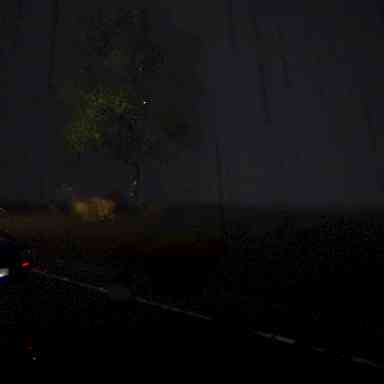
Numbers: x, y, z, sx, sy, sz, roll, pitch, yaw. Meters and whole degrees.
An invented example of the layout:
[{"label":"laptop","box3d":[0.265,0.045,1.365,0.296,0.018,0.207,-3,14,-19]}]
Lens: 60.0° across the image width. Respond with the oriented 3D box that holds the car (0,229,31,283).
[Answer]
[{"label":"car","box3d":[-5.710,1.431,8.050,4.674,1.442,1.812,1,1,36]}]
